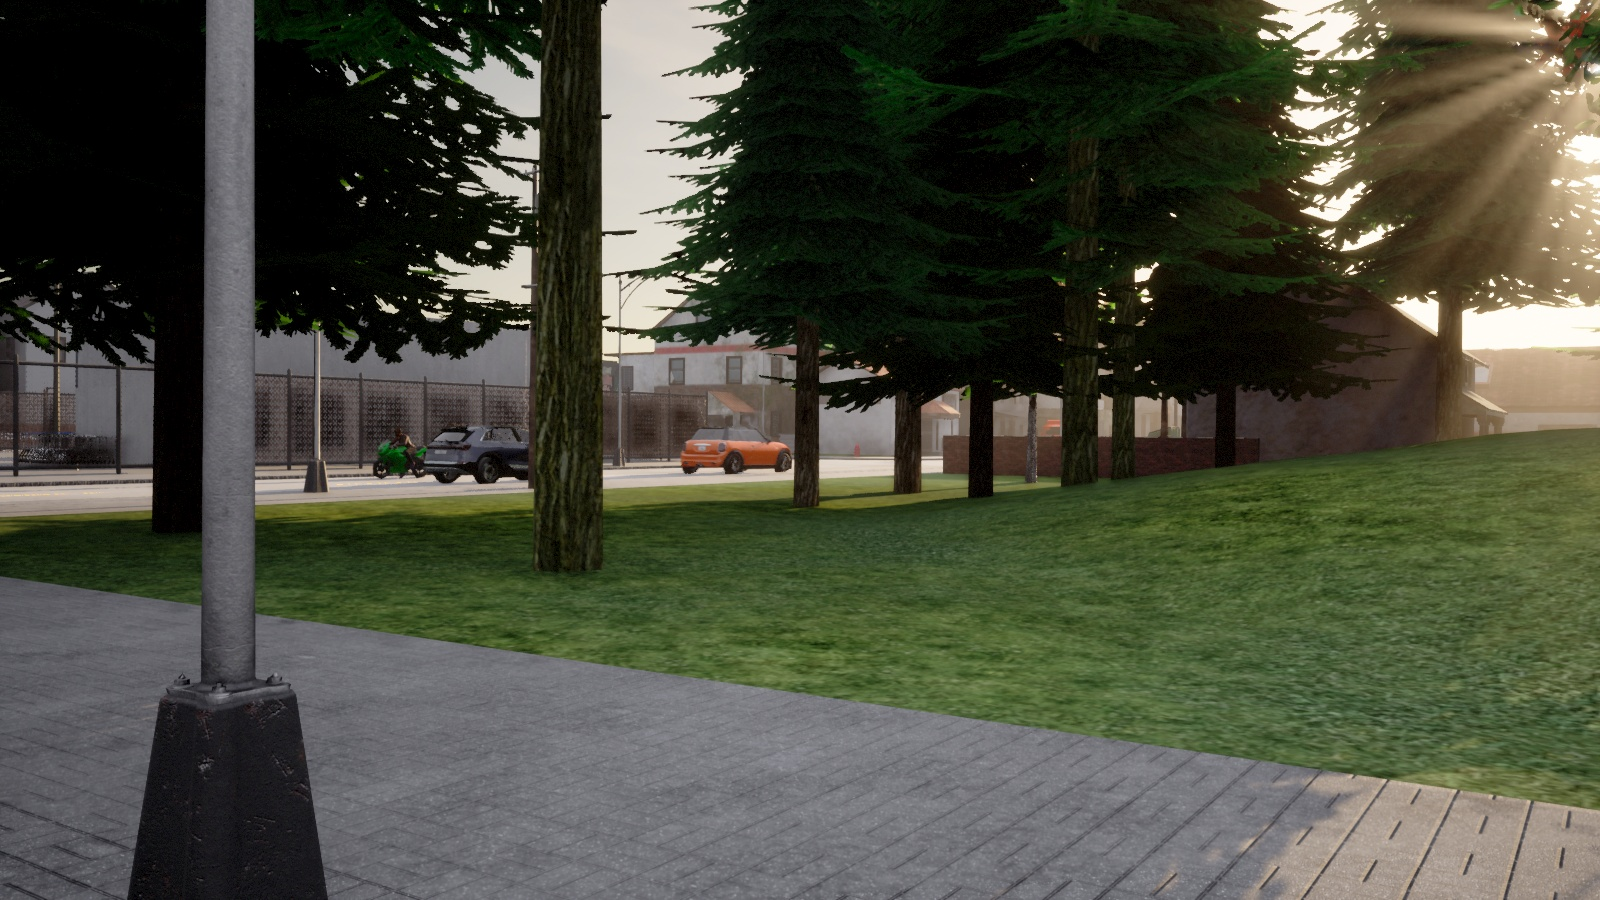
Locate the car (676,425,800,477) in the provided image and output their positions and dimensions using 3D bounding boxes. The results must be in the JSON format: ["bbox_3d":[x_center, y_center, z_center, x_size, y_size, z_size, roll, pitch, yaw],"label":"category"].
[{"bbox_3d":[-2.138,0.000,44.593,2.097,1.767,4.553,0,1,33],"label":"car"}]

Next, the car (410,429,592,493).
[{"bbox_3d":[-8.301,0.255,35.314,2.033,1.649,4.856,0,1,34],"label":"car"}]

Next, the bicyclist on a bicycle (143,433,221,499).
[{"bbox_3d":[-15.556,0.377,31.625,0.866,1.612,1.509,0,1,33],"label":"bicyclist on a bicycle"}]

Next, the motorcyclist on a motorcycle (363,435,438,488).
[{"bbox_3d":[-11.825,0.312,37.239,0.797,1.523,2.044,0,1,34],"label":"motorcyclist on a motorcycle"}]

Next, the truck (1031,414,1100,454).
[{"bbox_3d":[17.161,-1.016,80.939,2.627,2.467,5.204,0,1,33],"label":"truck"}]
